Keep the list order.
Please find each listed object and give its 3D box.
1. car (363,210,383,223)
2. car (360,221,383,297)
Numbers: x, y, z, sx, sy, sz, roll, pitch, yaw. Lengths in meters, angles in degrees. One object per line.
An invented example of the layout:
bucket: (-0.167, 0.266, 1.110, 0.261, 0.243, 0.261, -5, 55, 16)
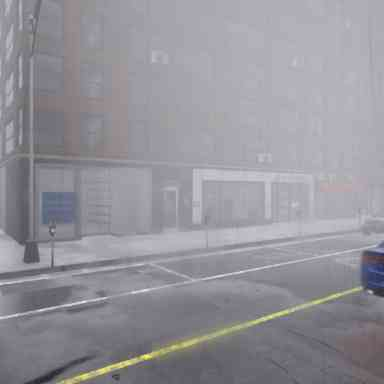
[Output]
car: (10.616, 1.582, 17.470, 4.206, 1.307, 1.802, 0, 0, -35)
car: (5.706, 1.477, 7.352, 5.008, 1.535, 1.882, 0, 0, -35)
